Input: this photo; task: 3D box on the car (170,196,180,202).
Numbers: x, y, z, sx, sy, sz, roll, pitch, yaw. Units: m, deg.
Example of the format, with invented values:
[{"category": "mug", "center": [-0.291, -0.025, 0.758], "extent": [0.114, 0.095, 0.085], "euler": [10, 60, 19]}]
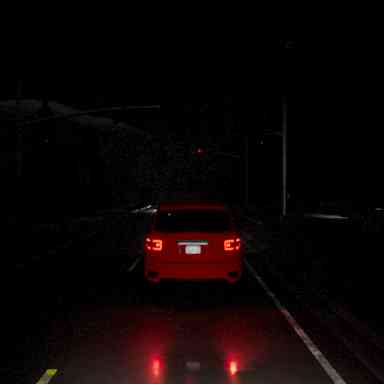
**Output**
[{"category": "car", "center": [-3.666, 1.534, 73.391], "extent": [1.994, 1.385, 4.181], "euler": [0, 0, 0]}]

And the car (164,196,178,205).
[{"category": "car", "center": [-3.705, 1.484, 58.453], "extent": [2.128, 1.511, 4.902], "euler": [0, 0, 0]}]

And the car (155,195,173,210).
[{"category": "car", "center": [-3.692, 1.348, 44.561], "extent": [2.097, 1.767, 4.553], "euler": [0, 0, 0]}]

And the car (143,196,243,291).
[{"category": "car", "center": [0.038, 1.221, 9.165], "extent": [2.150, 2.045, 5.566], "euler": [0, 0, 0]}]

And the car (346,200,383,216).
[{"category": "car", "center": [16.476, 1.513, 29.977], "extent": [4.892, 1.490, 1.837], "euler": [-1, 0, -2]}]
